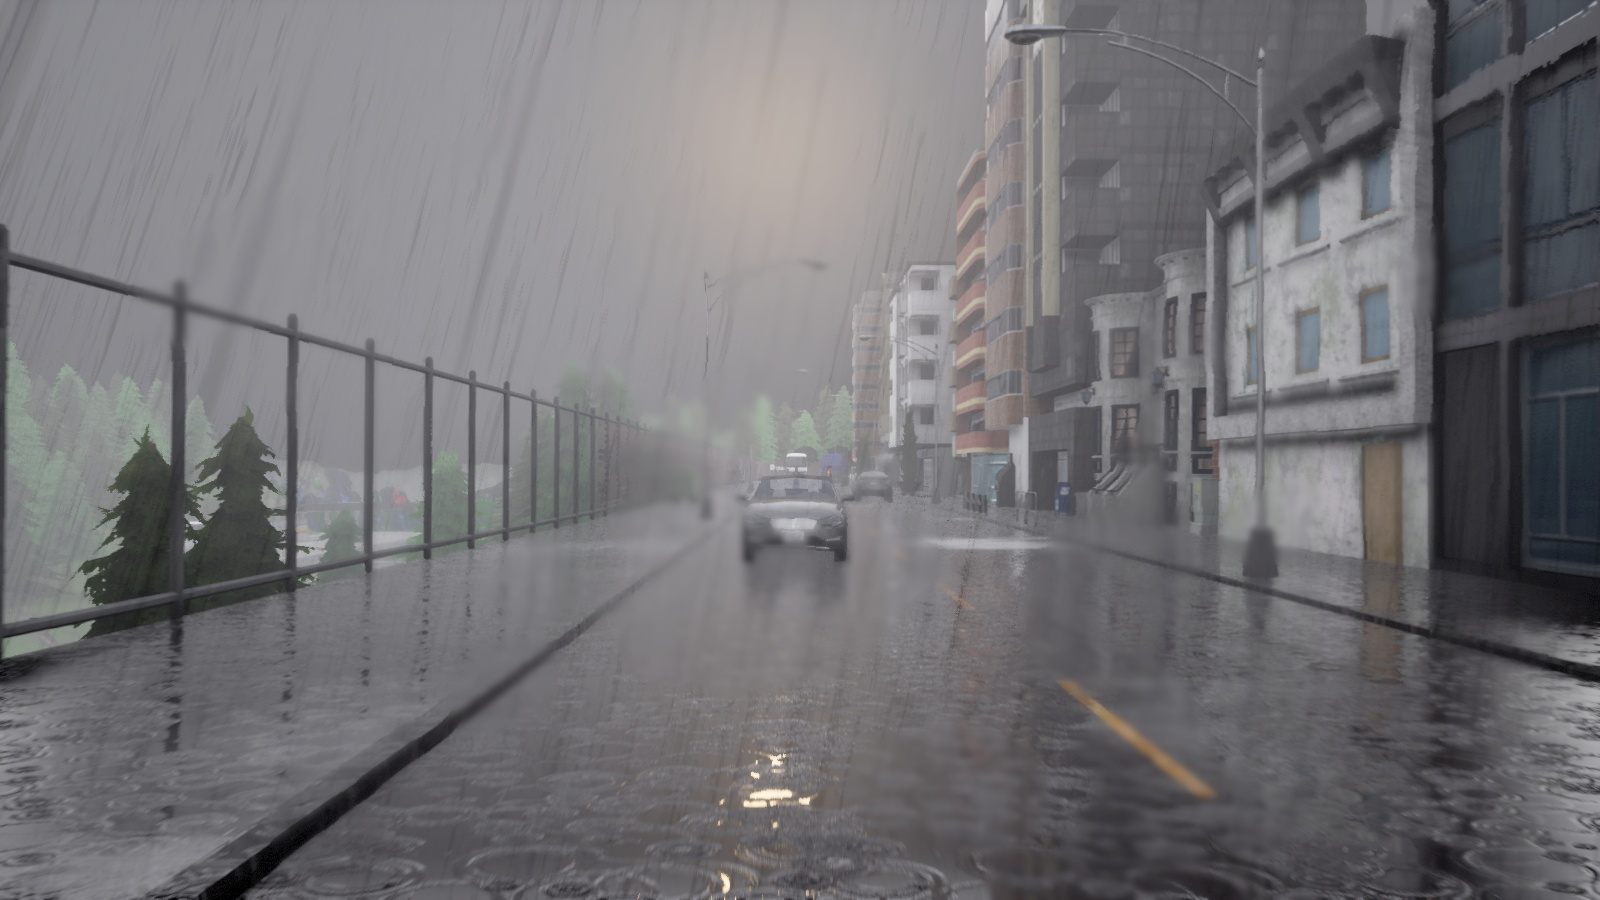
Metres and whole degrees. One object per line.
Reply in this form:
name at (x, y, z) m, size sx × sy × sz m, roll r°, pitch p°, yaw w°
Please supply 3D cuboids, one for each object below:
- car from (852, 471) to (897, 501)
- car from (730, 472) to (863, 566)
car at (3.818, 1.833, 64.898) m, size 2.007 × 1.525 × 4.514 m, roll 0°, pitch -1°, yaw 0°
car at (-0.063, 1.150, 22.650) m, size 2.128 × 1.511 × 4.902 m, roll 0°, pitch -1°, yaw 0°
